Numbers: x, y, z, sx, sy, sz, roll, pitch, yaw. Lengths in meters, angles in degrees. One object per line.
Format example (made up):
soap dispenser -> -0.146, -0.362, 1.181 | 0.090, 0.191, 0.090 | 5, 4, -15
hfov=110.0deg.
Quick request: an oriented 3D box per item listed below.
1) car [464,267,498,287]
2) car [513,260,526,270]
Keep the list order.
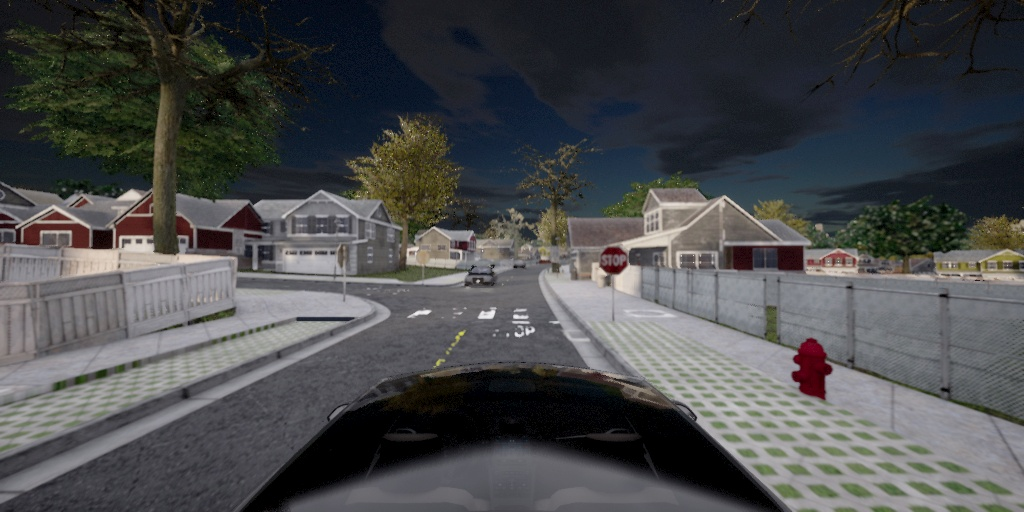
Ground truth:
car -> -2.123, 1.453, 25.441 | 1.994, 1.385, 4.181 | 0, 0, 3
car -> 1.319, 1.497, 61.477 | 1.882, 1.535, 5.008 | 0, 0, 9
